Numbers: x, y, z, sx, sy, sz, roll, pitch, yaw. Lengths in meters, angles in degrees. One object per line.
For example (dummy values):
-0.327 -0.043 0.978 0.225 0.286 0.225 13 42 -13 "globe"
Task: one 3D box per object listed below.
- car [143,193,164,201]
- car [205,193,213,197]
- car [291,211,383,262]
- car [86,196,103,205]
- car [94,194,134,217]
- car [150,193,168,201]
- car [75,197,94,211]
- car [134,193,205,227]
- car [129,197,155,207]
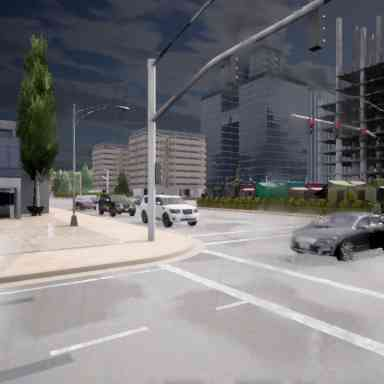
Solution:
-9.384 1.153 81.086 4.605 1.855 1.932 0 0 -34 "car"
3.240 1.156 62.439 3.866 1.878 1.905 0 0 -34 "car"
5.694 1.491 12.210 4.902 1.511 2.128 0 0 -34 "car"
-18.287 1.564 62.235 1.994 1.385 4.181 0 0 -33 "car"
-7.243 1.222 31.682 2.150 2.045 5.566 0 0 -33 "car"
-7.805 1.156 78.660 3.866 1.878 1.905 0 0 -34 "car"
-13.012 1.526 40.692 1.812 1.442 4.674 0 0 -32 "car"
-1.713 1.222 23.059 2.150 2.045 5.566 0 0 -33 "car"
-7.923 1.547 52.563 2.033 1.411 5.357 0 0 -33 "car"
